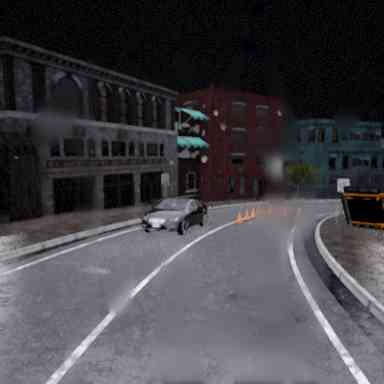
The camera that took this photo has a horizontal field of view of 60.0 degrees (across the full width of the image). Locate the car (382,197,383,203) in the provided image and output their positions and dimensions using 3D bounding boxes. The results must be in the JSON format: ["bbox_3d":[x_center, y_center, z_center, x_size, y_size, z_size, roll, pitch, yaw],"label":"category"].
[{"bbox_3d":[29.197,0.914,47.437,4.902,1.511,2.128,2,5,-22],"label":"car"}]

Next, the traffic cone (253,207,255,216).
[{"bbox_3d":[4.255,1.368,23.151,0.340,0.580,0.340,3,2,21],"label":"traffic cone"}]

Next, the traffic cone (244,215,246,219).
[{"bbox_3d":[2.778,1.452,19.436,0.340,0.580,0.340,3,2,22],"label":"traffic cone"}]

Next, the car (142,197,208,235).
[{"bbox_3d":[-0.643,1.022,15.731,2.128,1.511,4.902,2,2,19],"label":"car"}]

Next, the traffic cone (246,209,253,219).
[{"bbox_3d":[3.516,1.411,21.294,0.340,0.580,0.340,3,2,22],"label":"traffic cone"}]

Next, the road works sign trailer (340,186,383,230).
[{"bbox_3d":[7.747,0.888,12.742,3.560,2.380,2.880,4,47,40],"label":"road works sign trailer"}]

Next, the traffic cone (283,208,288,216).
[{"bbox_3d":[6.839,1.426,24.274,0.340,0.580,0.340,3,2,21],"label":"traffic cone"}]

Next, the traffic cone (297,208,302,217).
[{"bbox_3d":[7.769,1.479,23.911,0.340,0.580,0.340,3,2,21],"label":"traffic cone"}]
